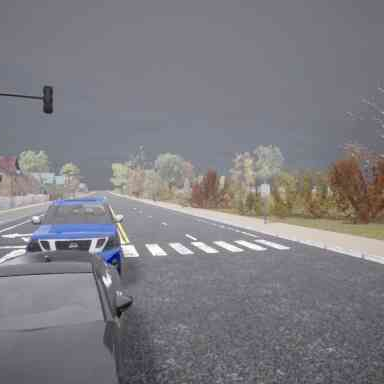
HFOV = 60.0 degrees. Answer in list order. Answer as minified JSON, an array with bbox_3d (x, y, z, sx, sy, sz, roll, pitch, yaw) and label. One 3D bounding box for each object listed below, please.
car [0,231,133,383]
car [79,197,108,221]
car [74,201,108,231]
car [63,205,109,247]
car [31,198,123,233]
[{"bbox_3d":[-1.725,1.524,3.923,1.812,1.442,4.674,0,0,-13],"label":"car"},{"bbox_3d":[-8.103,1.338,27.575,2.097,1.767,4.553,0,0,-15],"label":"car"},{"bbox_3d":[-6.554,1.468,21.839,1.882,1.535,5.008,0,0,-15],"label":"car"},{"bbox_3d":[-4.997,1.499,16.090,1.837,1.490,4.892,0,0,-15],"label":"car"},{"bbox_3d":[-3.352,1.218,10.015,2.150,2.045,5.566,0,0,-15],"label":"car"}]
